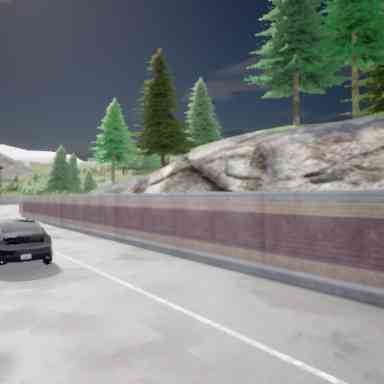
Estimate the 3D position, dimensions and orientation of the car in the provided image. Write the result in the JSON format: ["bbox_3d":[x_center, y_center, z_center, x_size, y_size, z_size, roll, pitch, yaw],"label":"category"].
[{"bbox_3d":[-6.408,1.707,11.870,1.837,1.490,4.892,0,-1,-37],"label":"car"}]
